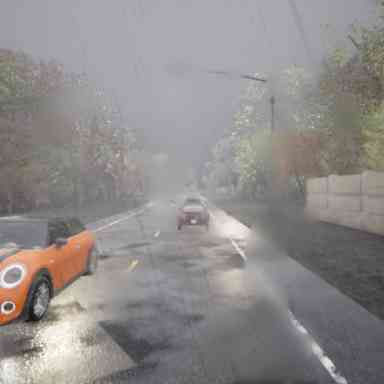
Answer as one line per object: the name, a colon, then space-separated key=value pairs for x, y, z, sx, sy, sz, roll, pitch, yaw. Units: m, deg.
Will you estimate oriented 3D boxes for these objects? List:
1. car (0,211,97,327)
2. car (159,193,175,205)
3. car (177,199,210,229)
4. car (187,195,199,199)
car: x=-3.588 y=1.289 z=7.078 sx=2.097 sy=1.767 sz=4.553 roll=1 pitch=0 yaw=0
car: x=-3.567 y=0.954 z=48.530 sx=2.097 sy=1.767 sz=4.553 roll=0 pitch=0 yaw=0
car: x=0.099 y=1.376 z=20.034 sx=1.812 sy=1.442 sz=4.674 roll=0 pitch=0 yaw=0
car: x=0.105 y=1.180 z=40.346 sx=1.837 sy=1.490 sz=4.892 roll=0 pitch=1 yaw=0
